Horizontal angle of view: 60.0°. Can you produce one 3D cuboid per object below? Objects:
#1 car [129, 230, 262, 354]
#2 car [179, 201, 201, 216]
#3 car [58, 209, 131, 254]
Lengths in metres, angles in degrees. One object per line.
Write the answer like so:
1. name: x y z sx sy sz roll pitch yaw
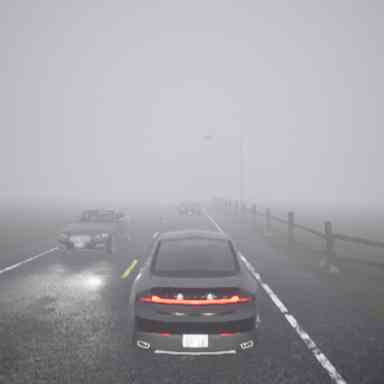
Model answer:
1. car: 0.049 1.483 6.311 1.837 1.490 4.892 0 0 0
2. car: -0.209 1.486 30.291 1.895 1.301 4.718 0 0 -1
3. car: -3.674 1.444 13.249 2.128 1.511 4.902 0 0 -1
